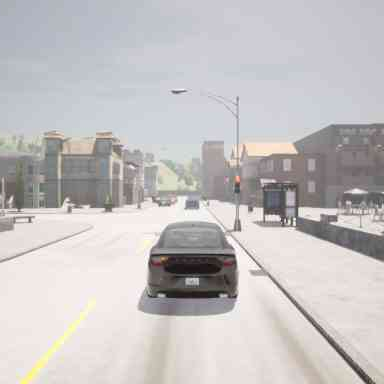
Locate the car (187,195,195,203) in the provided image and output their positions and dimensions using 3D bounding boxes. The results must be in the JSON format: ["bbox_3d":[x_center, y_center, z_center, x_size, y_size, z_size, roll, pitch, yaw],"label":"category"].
[{"bbox_3d":[-0.180,1.501,73.530,1.837,1.490,4.892,0,0,0],"label":"car"}]

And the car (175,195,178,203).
[{"bbox_3d":[-4.229,1.352,61.079,2.097,1.767,4.553,0,0,0],"label":"car"}]

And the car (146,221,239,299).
[{"bbox_3d":[0.028,1.478,8.534,1.882,1.535,5.008,0,0,0],"label":"car"}]

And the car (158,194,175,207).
[{"bbox_3d":[-4.232,1.491,51.979,2.128,1.511,4.902,0,0,0],"label":"car"}]

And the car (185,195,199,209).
[{"bbox_3d":[0.013,1.477,46.496,1.882,1.535,5.008,0,0,0],"label":"car"}]

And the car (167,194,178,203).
[{"bbox_3d":[-4.190,1.355,71.142,2.097,1.767,4.553,0,0,0],"label":"car"}]
